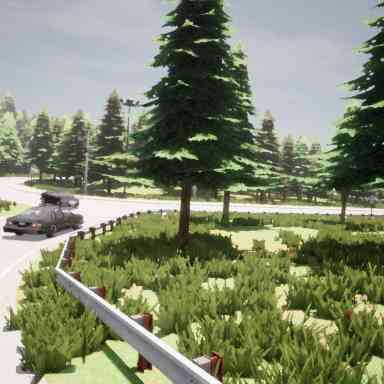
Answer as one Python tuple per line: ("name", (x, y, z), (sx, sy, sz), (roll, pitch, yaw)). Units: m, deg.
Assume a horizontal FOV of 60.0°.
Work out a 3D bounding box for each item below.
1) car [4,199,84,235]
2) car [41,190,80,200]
("car", (-7.409, 1.414, 17.304), (2.033, 1.411, 5.357), (4, 1, 3))
("car", (-11.673, 0.596, 29.465), (4.902, 1.511, 2.128), (7, 4, 43))
